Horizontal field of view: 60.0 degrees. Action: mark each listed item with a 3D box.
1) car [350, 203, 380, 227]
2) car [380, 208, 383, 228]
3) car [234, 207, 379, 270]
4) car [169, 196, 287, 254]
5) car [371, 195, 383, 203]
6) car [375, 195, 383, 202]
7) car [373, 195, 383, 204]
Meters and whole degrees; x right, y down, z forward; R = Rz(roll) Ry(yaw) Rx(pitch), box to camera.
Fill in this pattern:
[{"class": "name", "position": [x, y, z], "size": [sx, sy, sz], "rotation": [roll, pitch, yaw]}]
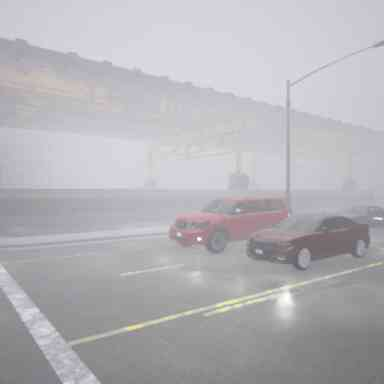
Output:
[{"class": "car", "position": [10.124, 1.512, 19.807], "size": [5.357, 1.411, 2.033], "rotation": [0, 0, -36]}, {"class": "car", "position": [11.687, 1.470, 16.626], "size": [4.892, 1.490, 1.837], "rotation": [0, 0, -35]}, {"class": "car", "position": [3.987, 1.460, 11.139], "size": [5.008, 1.535, 1.882], "rotation": [0, 0, -35]}, {"class": "car", "position": [1.777, 1.204, 13.863], "size": [5.566, 2.045, 2.150], "rotation": [0, 0, -35]}, {"class": "car", "position": [32.209, 1.189, 57.229], "size": [1.853, 1.218, 4.536], "rotation": [0, 0, 18]}, {"class": "car", "position": [28.398, 1.197, 54.500], "size": [4.536, 1.218, 1.853], "rotation": [0, 0, 8]}, {"class": "car", "position": [36.103, 1.337, 60.941], "size": [4.974, 1.542, 2.038], "rotation": [0, 0, -7]}]
